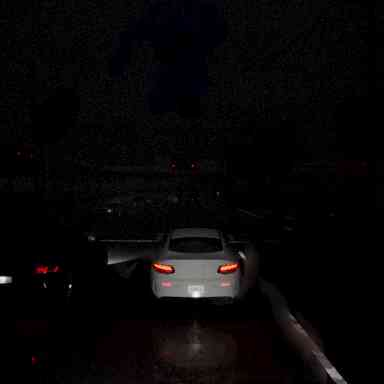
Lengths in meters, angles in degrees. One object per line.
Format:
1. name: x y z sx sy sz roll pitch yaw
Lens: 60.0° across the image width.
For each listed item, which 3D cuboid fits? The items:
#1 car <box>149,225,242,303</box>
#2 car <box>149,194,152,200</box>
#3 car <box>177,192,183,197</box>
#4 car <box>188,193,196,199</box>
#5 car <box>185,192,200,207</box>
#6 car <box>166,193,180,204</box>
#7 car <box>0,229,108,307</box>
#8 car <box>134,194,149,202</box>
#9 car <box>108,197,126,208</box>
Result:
1. car: 0.077 1.526 8.090 1.812 1.442 4.674 0 0 0
2. car: -10.540 1.104 77.669 1.994 1.385 4.181 0 1 0
3. car: -3.548 0.786 93.327 1.994 1.385 4.181 0 1 0
4. car: -0.045 0.902 86.663 2.033 1.411 5.357 0 1 0
5. car: 0.075 1.137 51.209 2.150 2.045 5.566 0 1 0
6. car: -3.442 1.366 57.762 1.812 1.442 4.674 0 1 0
7. car: -3.423 1.564 8.043 1.994 1.385 4.181 0 0 0
8. car: -10.548 1.323 67.546 1.895 1.301 4.718 0 1 0
9. car: -10.617 1.464 47.457 1.812 1.442 4.674 0 0 0
